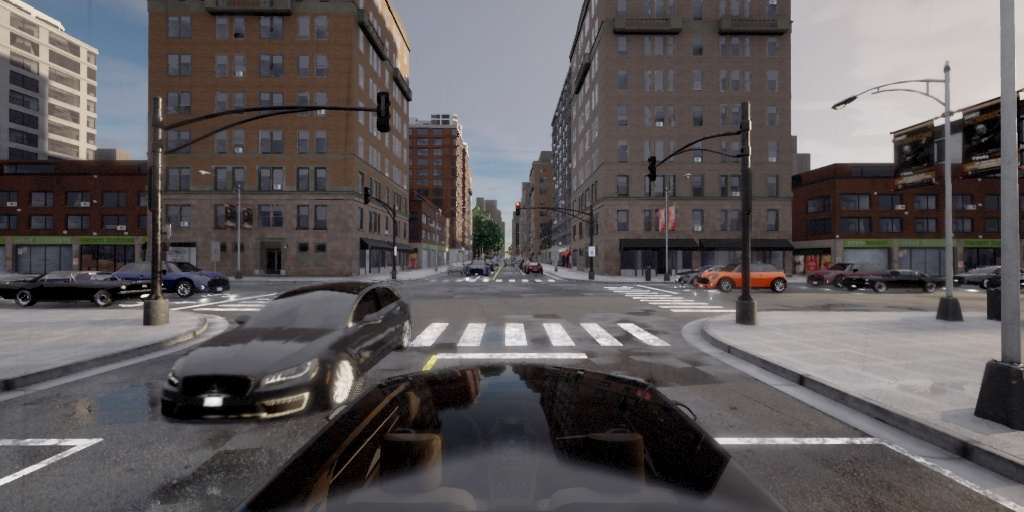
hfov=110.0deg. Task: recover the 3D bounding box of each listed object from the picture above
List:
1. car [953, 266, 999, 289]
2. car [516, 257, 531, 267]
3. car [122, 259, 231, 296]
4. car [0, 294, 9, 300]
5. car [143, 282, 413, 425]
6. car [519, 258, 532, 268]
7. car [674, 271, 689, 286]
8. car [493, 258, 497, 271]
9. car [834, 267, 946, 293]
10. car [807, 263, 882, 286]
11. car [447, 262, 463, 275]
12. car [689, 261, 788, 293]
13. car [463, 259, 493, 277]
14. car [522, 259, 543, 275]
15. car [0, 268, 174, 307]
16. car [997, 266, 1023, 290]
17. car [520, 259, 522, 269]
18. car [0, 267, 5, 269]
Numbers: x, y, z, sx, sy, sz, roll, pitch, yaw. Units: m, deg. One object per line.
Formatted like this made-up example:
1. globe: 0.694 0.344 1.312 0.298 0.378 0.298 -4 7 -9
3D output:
1. car: 32.755 1.447 24.500 4.892 1.490 1.837 0 0 0
2. car: 2.239 1.128 56.385 2.192 1.841 5.009 0 0 -1
3. car: -16.456 1.024 17.416 4.553 1.767 2.097 0 0 -1
4. car: -5.855 1.190 1.406 1.967 1.591 4.097 0 0 0
5. car: -3.109 1.253 6.154 1.837 1.490 4.892 0 0 0
6. car: 2.303 1.325 51.048 1.751 1.417 4.829 0 0 -1
7. car: 13.677 1.348 24.363 4.902 1.511 2.128 0 0 0
8. car: -3.417 1.145 47.183 2.097 1.767 4.553 0 0 -1
9. car: 22.365 1.470 21.170 4.718 1.301 1.895 0 0 -1
10. car: 22.871 1.249 24.424 4.553 1.767 2.097 0 0 -1
11. car: -6.087 1.329 39.766 2.007 1.370 4.403 0 0 -1
12. car: 13.379 1.181 21.095 4.553 1.767 2.097 0 0 -1
13. car: -3.311 1.126 35.657 2.097 1.767 4.553 0 0 0
14. car: 2.438 1.324 39.865 1.888 1.381 4.507 0 0 -1
15. car: -16.674 1.246 14.131 4.718 1.301 1.895 0 0 0
16. car: 32.304 1.478 21.247 4.181 1.385 1.994 0 0 -1
17. car: 2.372 1.354 45.372 1.948 1.339 4.313 0 0 -1
18. car: -25.930 1.182 17.308 5.357 1.411 2.033 0 0 -1
